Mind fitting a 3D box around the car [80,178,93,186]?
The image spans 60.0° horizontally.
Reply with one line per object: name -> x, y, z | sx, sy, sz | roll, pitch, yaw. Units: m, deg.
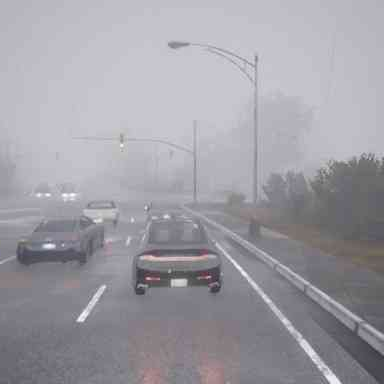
car -> -26.350, -2.473, 83.769 | 2.150, 2.045, 5.566 | -1, 3, -25

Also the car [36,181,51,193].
car -> -23.425, -0.529, 52.490 | 1.994, 1.385, 4.181 | -1, 3, -23

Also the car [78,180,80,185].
car -> -29.501, -2.142, 82.259 | 1.882, 1.535, 5.008 | -1, 3, -25

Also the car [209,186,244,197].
car -> 4.808, -0.091, 46.025 | 4.902, 1.511, 2.128 | 0, 3, -22

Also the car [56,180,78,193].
car -> -20.360, -0.684, 54.080 | 2.128, 1.511, 4.902 | -2, 3, -27

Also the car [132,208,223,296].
car -> -0.417, 1.409, 8.523 | 2.128, 1.511, 4.902 | 0, 1, -4

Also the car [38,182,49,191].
car -> -27.047, -1.018, 60.610 | 1.837, 1.490, 4.892 | -1, 3, -24

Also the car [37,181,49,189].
car -> -31.451, -1.478, 70.028 | 2.128, 1.511, 4.902 | -1, 3, -25

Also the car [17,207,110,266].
car -> -4.206, 1.435, 11.268 | 1.994, 1.385, 4.181 | 0, 1, -6

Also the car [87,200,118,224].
car -> -5.552, 1.168, 20.675 | 1.895, 1.301, 4.718 | -1, 2, -11

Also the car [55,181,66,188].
car -> -28.539, -1.608, 72.055 | 1.837, 1.490, 4.892 | -1, 3, -25

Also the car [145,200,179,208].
car -> -1.625, 1.184, 18.770 | 2.033, 1.411, 5.357 | 0, 2, -9
